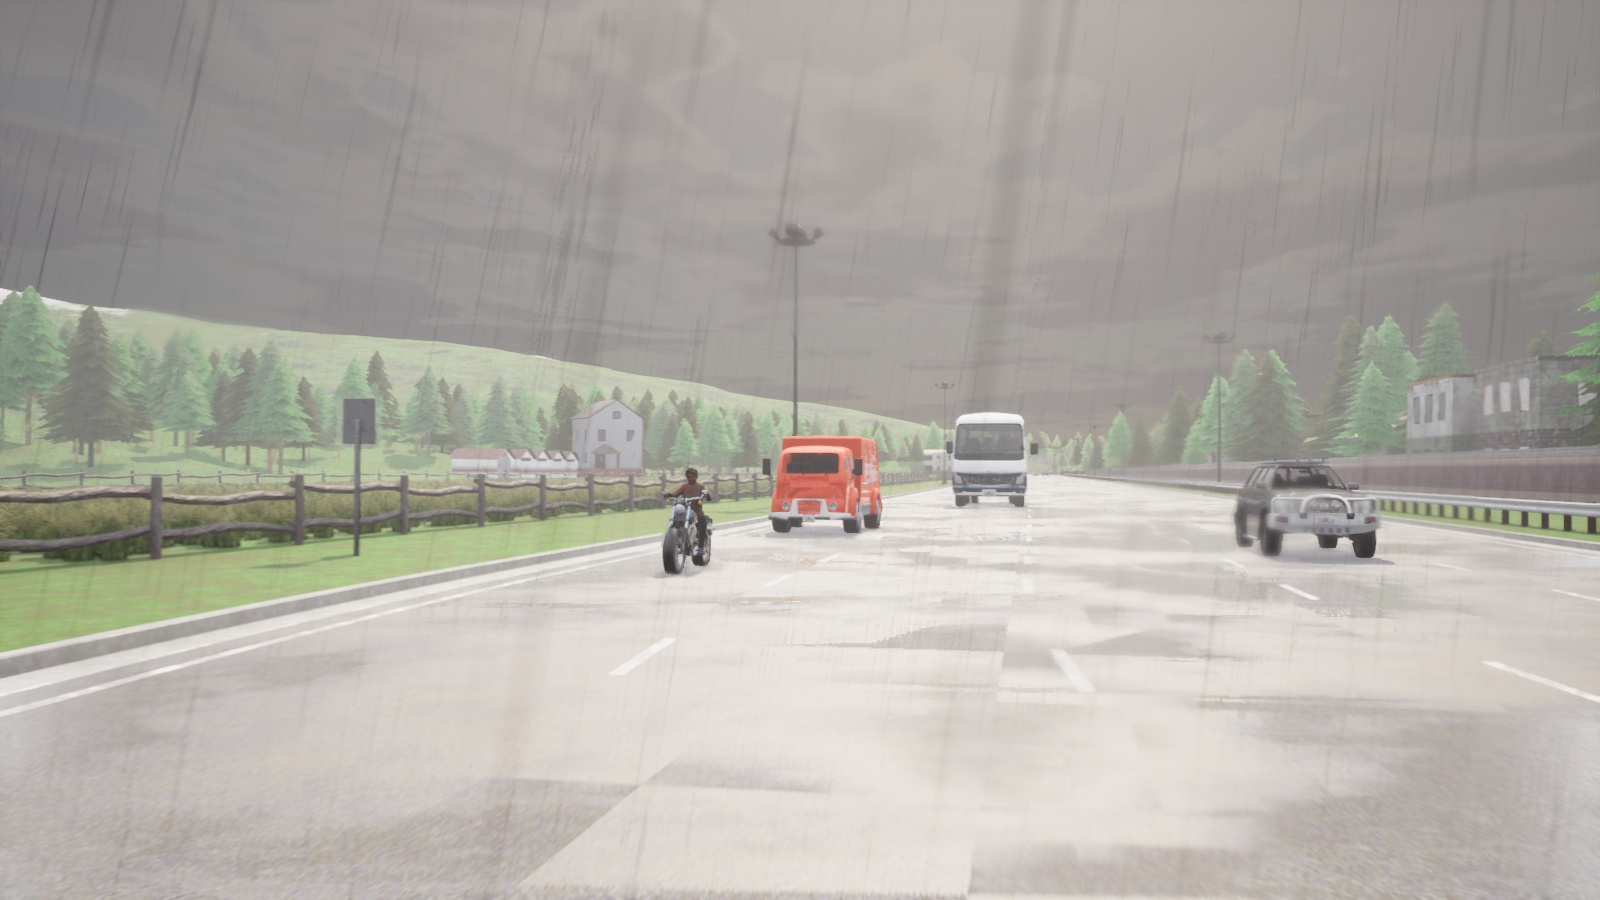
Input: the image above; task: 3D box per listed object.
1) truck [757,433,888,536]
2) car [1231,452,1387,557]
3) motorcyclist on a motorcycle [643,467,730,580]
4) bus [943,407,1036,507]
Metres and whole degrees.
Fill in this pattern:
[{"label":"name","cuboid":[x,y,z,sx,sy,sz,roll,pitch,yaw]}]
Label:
[{"label":"truck","cuboid":[0.712,0.879,33.024,2.627,2.467,5.204,0,-1,10]},{"label":"car","cuboid":[9.838,1.010,24.626,1.932,1.855,4.605,0,-1,10]},{"label":"motorcyclist on a motorcycle","cuboid":[-1.740,1.100,19.657,0.766,1.649,2.350,0,-1,10]},{"label":"bus","cuboid":[9.044,0.392,58.843,3.944,4.253,10.273,0,-1,10]}]
